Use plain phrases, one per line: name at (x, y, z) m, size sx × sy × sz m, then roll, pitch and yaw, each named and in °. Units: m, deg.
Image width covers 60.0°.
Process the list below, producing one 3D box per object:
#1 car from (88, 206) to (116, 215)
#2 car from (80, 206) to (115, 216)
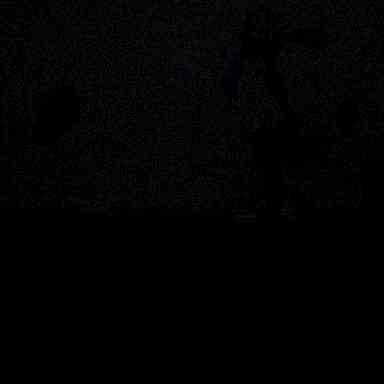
car at (-15.052, 3.028, 55.979) m, size 1.994 × 1.385 × 4.181 m, roll 0°, pitch -1°, yaw 35°
car at (-14.800, 2.857, 51.431) m, size 1.882 × 1.535 × 5.008 m, roll 0°, pitch -1°, yaw 35°
